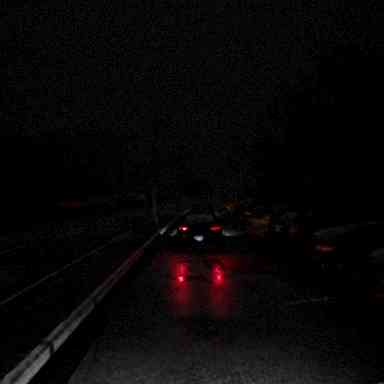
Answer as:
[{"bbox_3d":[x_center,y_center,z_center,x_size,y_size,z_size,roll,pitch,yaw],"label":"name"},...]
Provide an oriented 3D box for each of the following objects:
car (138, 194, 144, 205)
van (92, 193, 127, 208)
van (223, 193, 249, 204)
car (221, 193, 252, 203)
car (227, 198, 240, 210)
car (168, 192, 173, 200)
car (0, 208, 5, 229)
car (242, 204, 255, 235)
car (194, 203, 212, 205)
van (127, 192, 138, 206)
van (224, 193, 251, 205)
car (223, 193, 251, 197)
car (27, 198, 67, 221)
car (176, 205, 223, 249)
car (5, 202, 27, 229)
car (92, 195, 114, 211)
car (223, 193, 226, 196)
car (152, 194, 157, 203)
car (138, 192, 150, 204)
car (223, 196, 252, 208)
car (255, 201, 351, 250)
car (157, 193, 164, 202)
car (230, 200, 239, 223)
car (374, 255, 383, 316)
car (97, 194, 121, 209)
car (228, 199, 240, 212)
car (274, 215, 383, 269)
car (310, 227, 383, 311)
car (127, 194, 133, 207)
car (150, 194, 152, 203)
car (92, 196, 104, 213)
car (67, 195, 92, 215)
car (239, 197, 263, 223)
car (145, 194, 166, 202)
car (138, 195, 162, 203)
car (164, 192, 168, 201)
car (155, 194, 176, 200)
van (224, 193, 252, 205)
[{"bbox_3d":[-10.636,1.457,53.041,5.008,1.535,2.097,-1,0,-15],"label":"car"},{"bbox_3d":[-11.291,1.234,44.075,4.442,1.987,1.878,-1,0,-15],"label":"van"},{"bbox_3d":[8.331,1.207,62.509,4.442,1.987,1.878,1,0,-15],"label":"van"},{"bbox_3d":[8.725,1.181,65.517,5.566,2.045,2.435,1,0,-15],"label":"car"},{"bbox_3d":[5.674,1.493,27.008,4.792,1.488,2.163,1,0,-17],"label":"car"},{"bbox_3d":[-8.019,1.439,82.997,5.008,1.535,2.097,-1,0,-15],"label":"car"},{"bbox_3d":[-13.092,1.217,16.937,5.566,2.045,2.435,-1,0,-18],"label":"car"},{"bbox_3d":[5.283,1.473,15.219,5.366,1.575,1.946,1,0,-18],"label":"car"},{"bbox_3d":[0.907,1.584,27.352,1.895,1.301,4.718,0,0,4],"label":"car"},{"bbox_3d":[-10.784,1.231,50.078,4.442,1.987,1.878,-1,0,-15],"label":"van"},{"bbox_3d":[8.079,1.210,59.542,4.442,1.987,1.878,1,0,-15],"label":"van"},{"bbox_3d":[6.196,1.330,35.859,4.553,1.767,2.185,1,0,-16],"label":"car"},{"bbox_3d":[-12.684,1.467,25.974,5.008,1.535,2.097,-1,0,-17],"label":"car"},{"bbox_3d":[0.348,1.517,14.459,1.812,1.442,4.674,0,0,2],"label":"car"},{"bbox_3d":[-12.997,1.469,19.944,5.008,1.535,2.097,-1,0,-18],"label":"car"},{"bbox_3d":[-11.890,1.464,38.034,5.008,1.535,2.097,-1,0,-16],"label":"car"},{"bbox_3d":[6.953,1.197,44.759,5.566,2.045,2.435,1,0,-15],"label":"car"},{"bbox_3d":[-9.887,1.200,62.009,5.566,2.045,2.435,-1,0,-15],"label":"car"},{"bbox_3d":[-10.404,1.204,56.023,5.566,2.045,2.435,-1,0,-15],"label":"car"},{"bbox_3d":[6.007,1.458,32.909,5.008,1.535,2.097,1,0,-16],"label":"car"},{"bbox_3d":[4.988,1.350,12.191,4.553,1.767,2.185,1,0,-18],"label":"car"},{"bbox_3d":[-9.318,1.196,68.024,5.566,2.045,2.435,-1,0,-15],"label":"car"},{"bbox_3d":[5.333,1.468,21.078,5.008,1.535,2.097,1,0,-17],"label":"car"},{"bbox_3d":[4.681,1.479,3.251,5.366,1.575,1.946,1,0,-19],"label":"car"},{"bbox_3d":[-11.822,1.463,40.982,5.366,1.575,1.946,-1,0,-16],"label":"car"},{"bbox_3d":[5.453,1.495,24.021,4.792,1.488,2.163,1,0,-17],"label":"car"},{"bbox_3d":[4.940,1.519,9.239,4.674,1.452,2.002,1,0,-19],"label":"car"},{"bbox_3d":[4.888,1.522,6.279,4.674,1.452,2.002,1,0,-19],"label":"car"},{"bbox_3d":[-11.175,1.490,47.032,4.792,1.488,2.163,-1,0,-15],"label":"car"},{"bbox_3d":[-10.119,1.453,59.029,5.008,1.535,2.097,-1,0,-15],"label":"car"},{"bbox_3d":[-12.093,1.466,35.021,4.892,1.521,2.231,-1,0,-16],"label":"car"},{"bbox_3d":[-12.293,1.340,32.008,4.553,1.767,2.185,-1,0,-17],"label":"car"},{"bbox_3d":[5.247,1.346,18.124,4.553,1.767,2.185,1,0,-17],"label":"car"},{"bbox_3d":[-8.524,1.317,76.999,4.553,1.767,2.185,-1,0,-15],"label":"car"},{"bbox_3d":[-9.053,1.475,71.017,4.792,1.488,2.163,-1,0,-15],"label":"car"},{"bbox_3d":[-8.797,1.193,74.015,5.566,2.045,2.435,-1,0,-15],"label":"car"},{"bbox_3d":[-7.378,1.407,91.976,5.366,1.575,1.946,-1,1,-15],"label":"car"},{"bbox_3d":[7.826,1.212,56.574,4.442,1.987,1.878,1,0,-15],"label":"van"}]
